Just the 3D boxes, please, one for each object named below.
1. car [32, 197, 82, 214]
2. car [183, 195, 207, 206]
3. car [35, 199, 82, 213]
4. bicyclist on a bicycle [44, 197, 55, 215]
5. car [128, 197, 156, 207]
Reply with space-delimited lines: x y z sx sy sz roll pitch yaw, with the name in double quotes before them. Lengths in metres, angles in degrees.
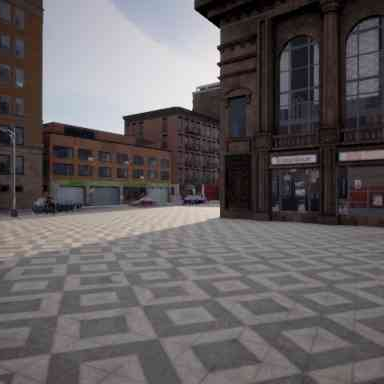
"car" -13.878 1.327 34.356 2.097 1.767 4.553 0 0 36
"car" 0.565 1.299 54.440 2.097 1.767 4.553 0 0 36
"car" -15.157 1.569 38.060 1.895 1.301 4.718 0 0 36
"bicyclist on a bicycle" -13.015 1.285 30.370 1.656 1.620 0.582 0 0 36
"car" -7.261 1.478 48.970 1.812 1.442 4.674 0 0 36
